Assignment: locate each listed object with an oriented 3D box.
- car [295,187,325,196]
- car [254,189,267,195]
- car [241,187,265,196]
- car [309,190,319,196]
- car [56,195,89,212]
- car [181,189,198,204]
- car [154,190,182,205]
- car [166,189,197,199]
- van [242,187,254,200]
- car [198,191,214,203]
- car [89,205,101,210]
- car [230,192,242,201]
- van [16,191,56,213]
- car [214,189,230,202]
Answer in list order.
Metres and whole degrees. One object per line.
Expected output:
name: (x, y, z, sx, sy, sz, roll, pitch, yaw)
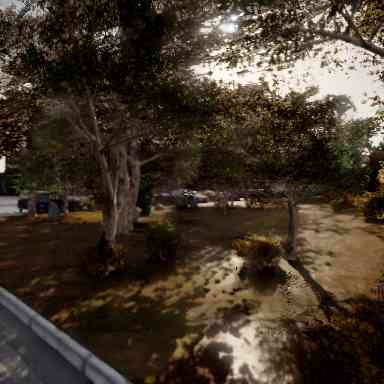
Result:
car: (22.490, -0.097, 63.579, 2.097, 1.535, 5.008, -2, 3, -43)
car: (10.263, 0.330, 52.281, 2.163, 1.488, 4.792, -2, 3, -43)
car: (11.986, -0.139, 65.220, 4.902, 1.511, 2.128, -2, 3, -42)
car: (20.456, -0.031, 61.691, 2.097, 1.535, 5.008, -2, 3, -43)
car: (-12.071, 1.073, 31.478, 2.163, 1.488, 4.792, -2, 3, -43)
car: (-1.900, 0.577, 40.907, 2.185, 1.767, 4.553, -2, 3, -43)
car: (-3.952, 0.769, 39.043, 2.097, 1.535, 5.008, -2, 3, -43)
car: (-1.686, 0.316, 52.617, 4.892, 1.490, 1.837, -1, 2, -43)
van: (6.294, 0.211, 48.391, 1.878, 1.987, 4.442, -2, 3, -43)
car: (0.111, 0.675, 42.825, 2.002, 1.452, 4.674, -2, 3, -43)
car: (-10.183, 0.966, 33.523, 1.946, 1.575, 5.366, -2, 3, -43)
car: (4.179, 0.541, 46.601, 2.002, 1.452, 4.674, -2, 3, -43)
van: (-14.204, 0.882, 29.690, 1.878, 1.987, 4.442, -2, 3, -43)
car: (2.143, 0.567, 44.713, 2.097, 1.535, 5.008, -2, 3, -43)
